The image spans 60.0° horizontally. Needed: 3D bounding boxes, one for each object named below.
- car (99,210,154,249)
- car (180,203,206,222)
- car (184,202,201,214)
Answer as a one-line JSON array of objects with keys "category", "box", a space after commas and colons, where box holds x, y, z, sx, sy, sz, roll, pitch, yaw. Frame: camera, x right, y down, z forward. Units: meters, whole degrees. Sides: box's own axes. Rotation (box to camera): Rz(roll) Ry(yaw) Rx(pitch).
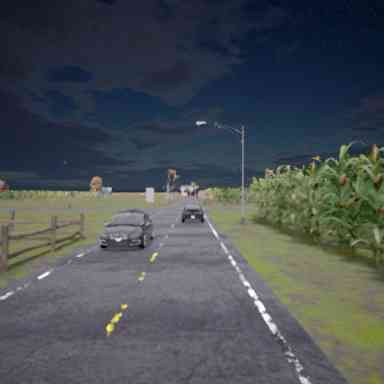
[{"category": "car", "box": [-2.854, 1.634, 15.339, 1.837, 1.490, 4.892, 0, 0, 0]}, {"category": "car", "box": [0.074, 1.743, 28.627, 1.837, 1.490, 4.892, 0, 0, 0]}, {"category": "car", "box": [0.044, 1.930, 40.483, 1.895, 1.301, 4.718, 0, 0, 0]}]
